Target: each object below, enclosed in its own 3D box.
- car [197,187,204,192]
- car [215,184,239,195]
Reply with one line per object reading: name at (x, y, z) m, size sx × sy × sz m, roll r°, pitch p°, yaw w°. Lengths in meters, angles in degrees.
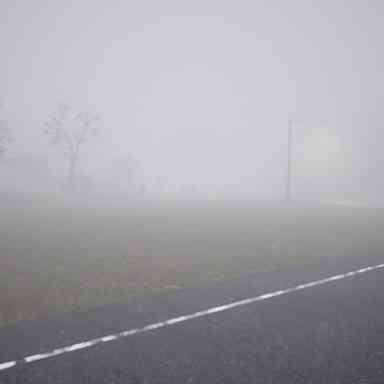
car at (0.713, -0.636, 72.899) m, size 1.994 × 1.385 × 4.181 m, roll 0°, pitch 2°, yaw -36°
car at (6.767, -0.527, 64.440) m, size 2.150 × 2.045 × 5.566 m, roll 0°, pitch 2°, yaw -36°
